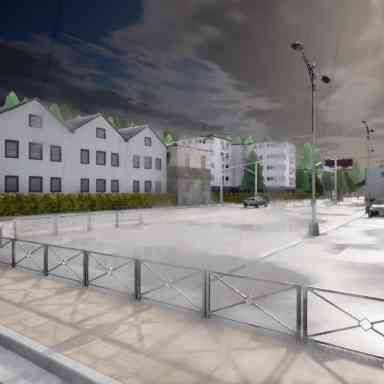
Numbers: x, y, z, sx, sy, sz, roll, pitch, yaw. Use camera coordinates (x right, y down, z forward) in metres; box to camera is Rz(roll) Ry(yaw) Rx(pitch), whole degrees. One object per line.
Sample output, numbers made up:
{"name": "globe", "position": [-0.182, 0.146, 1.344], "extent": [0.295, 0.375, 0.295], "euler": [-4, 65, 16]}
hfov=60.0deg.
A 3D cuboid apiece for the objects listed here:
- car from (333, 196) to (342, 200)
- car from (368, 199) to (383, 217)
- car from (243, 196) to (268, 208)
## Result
{"name": "car", "position": [35.701, 1.361, 82.023], "extent": [1.994, 1.385, 4.181], "euler": [0, 0, 35]}
{"name": "car", "position": [15.469, 1.298, 26.777], "extent": [2.007, 1.523, 4.514], "euler": [0, 0, 35]}
{"name": "car", "position": [8.351, 1.300, 43.279], "extent": [2.128, 1.511, 4.902], "euler": [0, 0, 33]}
